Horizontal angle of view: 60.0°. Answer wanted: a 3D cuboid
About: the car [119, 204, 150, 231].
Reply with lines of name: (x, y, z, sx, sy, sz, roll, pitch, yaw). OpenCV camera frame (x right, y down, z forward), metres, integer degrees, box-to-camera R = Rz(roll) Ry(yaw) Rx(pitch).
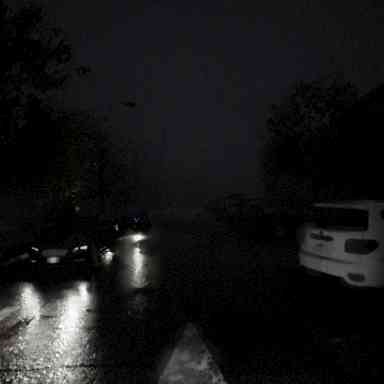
car: (-3.897, 1.573, 21.514, 1.882, 1.535, 5.008, -1, 0, -1)

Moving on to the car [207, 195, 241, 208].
car: (4.776, 1.467, 50.127, 4.553, 1.767, 2.185, 1, -3, -22)

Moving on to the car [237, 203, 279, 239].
car: (5.110, 1.468, 16.858, 4.892, 1.521, 2.231, 0, 0, -20)

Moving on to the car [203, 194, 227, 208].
car: (4.859, 1.287, 44.053, 5.566, 2.045, 2.435, 0, 0, -21)

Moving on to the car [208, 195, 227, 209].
car: (5.106, 1.528, 41.106, 5.366, 1.575, 1.946, 0, 0, -21)

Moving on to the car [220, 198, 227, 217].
car: (5.250, 1.488, 25.997, 5.366, 1.575, 1.946, 0, 0, -20)

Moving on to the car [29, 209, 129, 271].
car: (-3.745, 1.559, 11.322, 2.128, 1.511, 4.902, -1, 0, -1)

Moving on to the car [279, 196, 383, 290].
car: (5.182, 1.192, 7.806, 5.566, 2.045, 2.435, 0, 0, -20)

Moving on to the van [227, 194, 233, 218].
van: (4.981, 1.256, 22.864, 4.442, 1.987, 1.878, 0, 0, -20)

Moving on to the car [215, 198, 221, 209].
car: (5.034, 1.546, 31.984, 4.674, 1.452, 2.002, 0, 0, -20)

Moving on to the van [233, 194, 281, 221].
van: (4.996, 1.248, 19.836, 4.442, 1.987, 1.878, 0, 0, -20)

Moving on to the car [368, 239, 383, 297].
car: (5.178, 1.476, 4.772, 4.674, 1.452, 2.002, 0, 0, -20)

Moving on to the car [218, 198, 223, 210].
car: (5.066, 1.538, 28.956, 4.674, 1.452, 2.002, 0, 0, -20)

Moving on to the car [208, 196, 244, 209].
car: (4.792, 1.421, 47.103, 4.553, 1.767, 2.185, 0, -1, -21)
